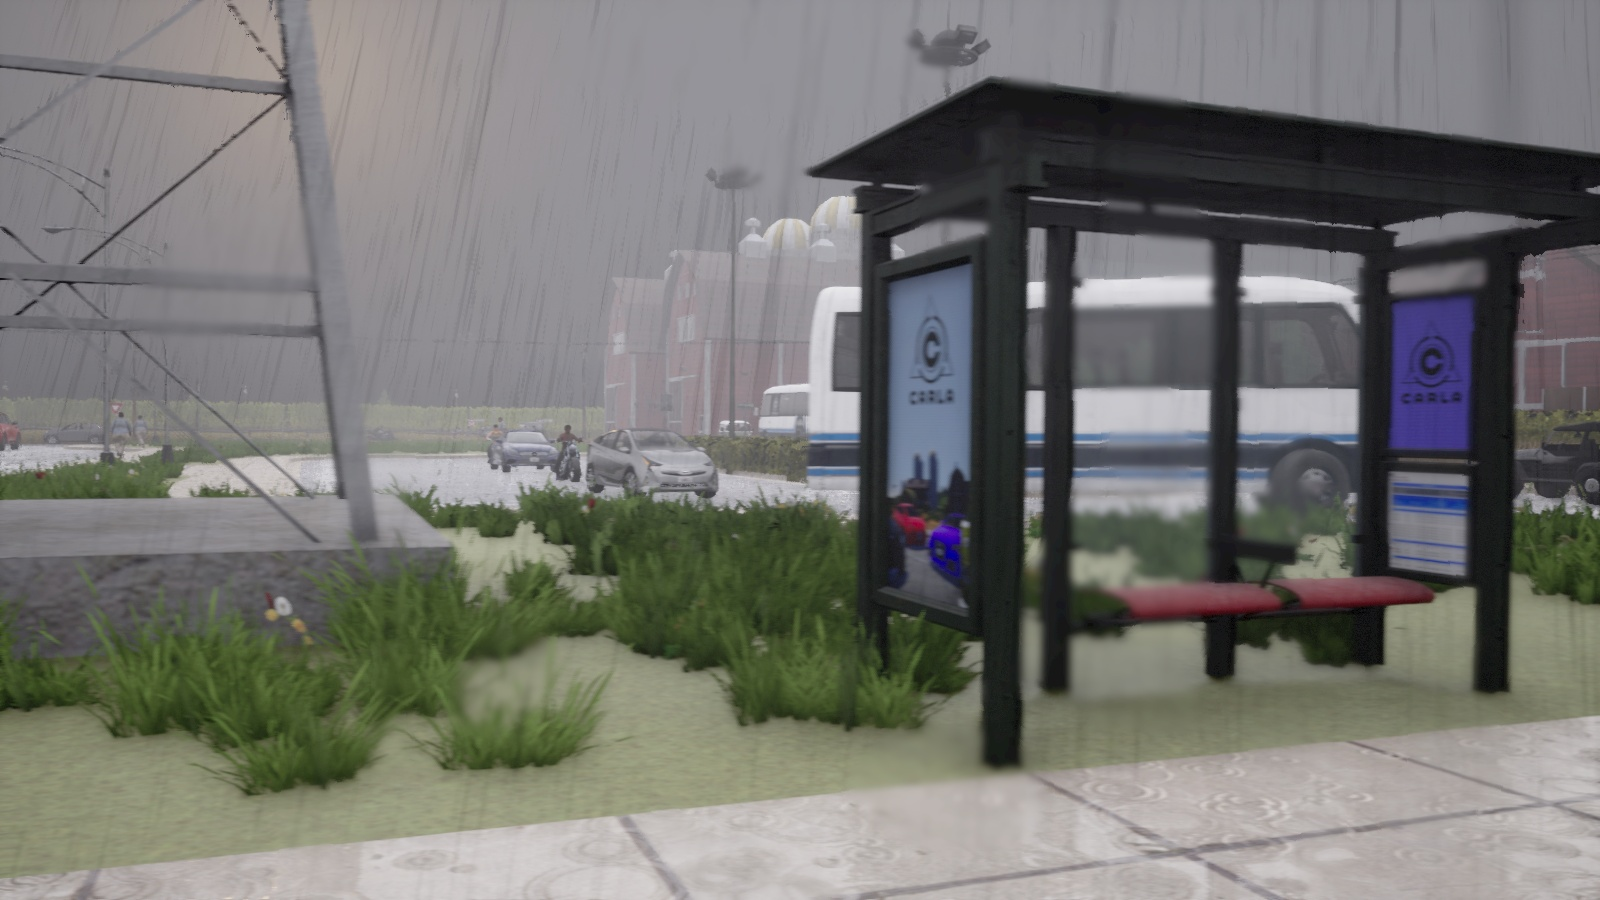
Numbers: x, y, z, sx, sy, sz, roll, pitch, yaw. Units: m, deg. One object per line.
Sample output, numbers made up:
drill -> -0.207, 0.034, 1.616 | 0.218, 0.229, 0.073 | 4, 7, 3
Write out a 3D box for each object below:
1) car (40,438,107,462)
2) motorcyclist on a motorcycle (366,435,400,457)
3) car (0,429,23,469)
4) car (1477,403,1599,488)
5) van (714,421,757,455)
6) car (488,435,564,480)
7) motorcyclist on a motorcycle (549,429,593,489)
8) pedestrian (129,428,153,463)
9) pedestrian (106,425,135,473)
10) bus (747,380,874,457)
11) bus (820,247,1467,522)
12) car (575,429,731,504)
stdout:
car -> -49.188, -0.016, 85.090 | 3.633, 1.501, 1.845 | -1, 1, -21
motorcyclist on a motorcycle -> -29.524, -0.302, 88.906 | 2.191, 1.530, 0.866 | -2, 1, -21
car -> -43.105, -0.077, 66.736 | 2.150, 2.045, 5.566 | -1, 1, -22
car -> 18.164, -0.125, 29.305 | 1.905, 1.878, 3.866 | -1, 1, -21
van -> -4.042, -0.743, 77.888 | 2.069, 2.038, 4.480 | -1, 1, -10
car -> -9.472, 0.213, 43.095 | 1.812, 1.442, 4.674 | -1, 1, -21
motorcyclist on a motorcycle -> -6.493, 0.229, 35.508 | 0.766, 1.649, 2.350 | -1, 1, -21
pedestrian -> -35.627, -0.253, 67.905 | 0.874, 1.855, 0.900 | -2, 1, -44
pedestrian -> -26.284, -0.043, 48.602 | 0.874, 1.855, 0.900 | -1, 1, -24
bus -> 0.437, -1.852, 75.125 | 3.944, 4.253, 10.273 | -1, 1, -22
bus -> 5.835, -1.034, 22.687 | 10.273, 4.253, 3.944 | -1, 2, 12
car -> -3.406, 0.309, 28.327 | 2.007, 1.525, 4.514 | -1, 1, -28
